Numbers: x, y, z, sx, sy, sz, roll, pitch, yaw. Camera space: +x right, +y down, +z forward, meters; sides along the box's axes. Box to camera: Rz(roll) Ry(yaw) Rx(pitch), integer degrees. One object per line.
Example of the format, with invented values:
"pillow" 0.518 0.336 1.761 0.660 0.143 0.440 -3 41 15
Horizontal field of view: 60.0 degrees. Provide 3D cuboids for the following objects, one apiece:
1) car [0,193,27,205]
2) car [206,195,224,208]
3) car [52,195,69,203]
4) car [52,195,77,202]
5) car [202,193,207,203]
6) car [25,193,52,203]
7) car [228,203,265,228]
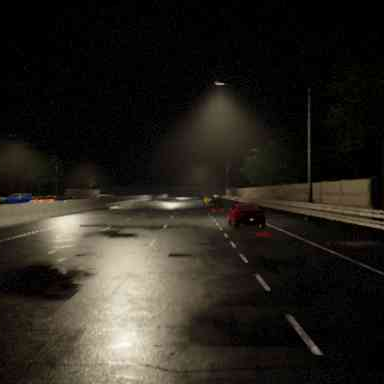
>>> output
"car" -24.541 1.226 46.815 2.150 2.045 5.566 0 0 1
"car" 3.511 1.497 48.362 2.128 1.511 4.902 0 0 0
"car" -27.982 1.470 71.006 1.812 1.442 4.674 0 0 0
"car" -17.548 1.510 47.195 1.837 1.490 4.892 0 0 0
"car" 3.516 1.494 67.057 1.882 1.535 5.008 0 0 0
"car" -21.047 1.358 46.849 2.097 1.767 4.553 0 0 0
"car" 3.505 1.466 21.988 1.882 1.535 5.008 0 0 0
